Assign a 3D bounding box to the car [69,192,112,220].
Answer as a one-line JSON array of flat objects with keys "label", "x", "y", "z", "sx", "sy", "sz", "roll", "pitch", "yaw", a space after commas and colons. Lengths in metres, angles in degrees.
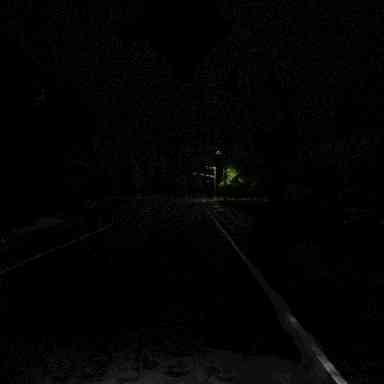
[{"label": "car", "x": -7.675, "y": 1.032, "z": 24.984, "sx": 1.905, "sy": 1.878, "sz": 3.866, "roll": 7, "pitch": -3, "yaw": -42}]
